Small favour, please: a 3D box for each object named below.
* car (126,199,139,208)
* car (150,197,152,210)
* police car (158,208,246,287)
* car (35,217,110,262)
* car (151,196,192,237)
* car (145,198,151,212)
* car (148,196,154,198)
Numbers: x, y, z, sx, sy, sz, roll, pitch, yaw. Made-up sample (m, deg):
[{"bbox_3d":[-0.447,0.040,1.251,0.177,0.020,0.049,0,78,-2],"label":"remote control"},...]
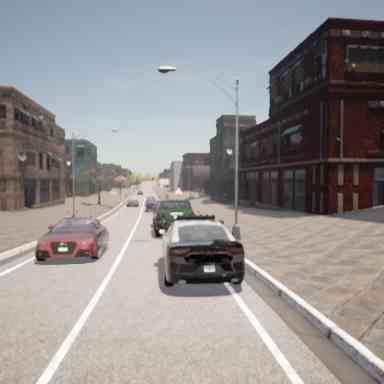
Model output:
[{"bbox_3d":[-9.748,1.860,55.038,1.994,1.385,4.181,0,1,-7],"label":"car"},{"bbox_3d":[-1.903,1.585,25.548,2.150,2.045,5.566,0,-1,-7],"label":"car"},{"bbox_3d":[0.095,1.465,9.666,1.930,1.638,5.238,0,-1,-6],"label":"police car"},{"bbox_3d":[-4.291,1.654,12.487,1.994,1.385,4.181,0,-1,-7],"label":"car"},{"bbox_3d":[-1.128,1.438,19.589,2.150,2.045,5.566,0,-1,-7],"label":"car"},{"bbox_3d":[-5.528,1.929,46.515,1.837,1.490,4.892,0,-1,-7],"label":"car"},{"bbox_3d":[-7.239,1.510,59.556,2.097,1.767,4.553,0,2,-7],"label":"car"}]
